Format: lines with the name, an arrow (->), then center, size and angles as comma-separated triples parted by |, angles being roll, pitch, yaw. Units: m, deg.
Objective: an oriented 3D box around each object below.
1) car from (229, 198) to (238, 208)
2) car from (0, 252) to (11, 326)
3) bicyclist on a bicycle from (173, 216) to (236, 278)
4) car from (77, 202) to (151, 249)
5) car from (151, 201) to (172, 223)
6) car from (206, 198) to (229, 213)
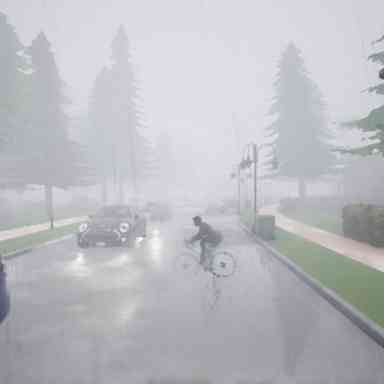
car -> 5.750, 1.557, 49.076 | 1.994, 1.385, 4.181 | 0, 0, 18
car -> -3.583, 1.223, 2.279 | 2.150, 2.045, 5.566 | 0, 0, 1
bicyclist on a bicycle -> 0.310, 1.444, 8.636 | 1.656, 1.620, 0.582 | -1, 0, 1
car -> -3.318, 1.349, 14.591 | 2.097, 1.767, 4.553 | 0, 0, 2
car -> -2.750, 1.489, 25.418 | 2.128, 1.511, 4.902 | 0, 0, 6
car -> 2.774, 1.521, 37.554 | 1.812, 1.442, 4.674 | 0, 0, 12
